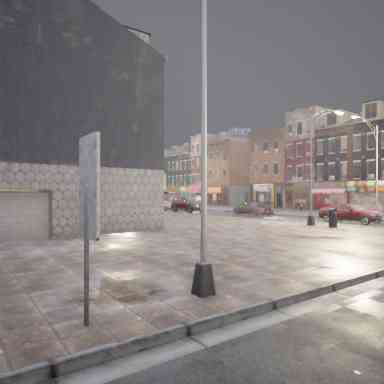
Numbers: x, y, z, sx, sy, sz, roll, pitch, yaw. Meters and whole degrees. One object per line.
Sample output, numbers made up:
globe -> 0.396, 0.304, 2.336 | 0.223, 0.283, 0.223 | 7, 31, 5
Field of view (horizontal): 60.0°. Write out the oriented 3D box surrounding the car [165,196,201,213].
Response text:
car -> -0.477, 1.413, 37.201 | 2.192, 1.841, 5.009 | 0, 0, -36

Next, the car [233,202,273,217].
car -> 5.938, 1.644, 32.610 | 1.994, 1.385, 4.181 | 0, 0, -34

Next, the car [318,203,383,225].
car -> 11.664, 1.572, 24.566 | 1.812, 1.442, 4.674 | 0, 0, -36

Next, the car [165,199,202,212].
car -> -1.200, 1.673, 42.599 | 2.033, 1.411, 5.357 | 0, 0, -35
